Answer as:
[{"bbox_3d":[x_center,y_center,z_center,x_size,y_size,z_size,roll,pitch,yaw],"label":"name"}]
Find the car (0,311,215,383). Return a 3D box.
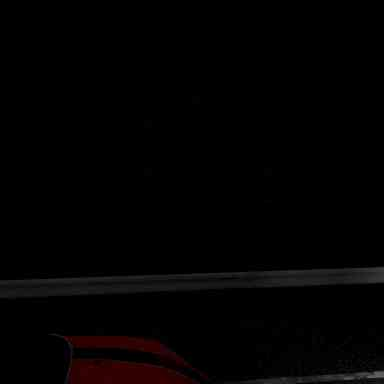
[{"bbox_3d":[-1.856,1.352,1.660,4.553,1.767,2.097,0,0,-6],"label":"car"}]
